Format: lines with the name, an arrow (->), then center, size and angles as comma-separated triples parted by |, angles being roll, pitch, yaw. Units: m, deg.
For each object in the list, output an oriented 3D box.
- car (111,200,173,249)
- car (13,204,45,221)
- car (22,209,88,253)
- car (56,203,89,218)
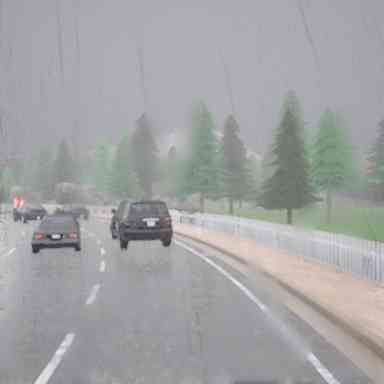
car -> -2.503, 1.371, 15.695 | 2.150, 2.045, 5.566 | 0, 0, -19
car -> -13.742, 1.801, 28.233 | 1.837, 1.490, 4.892 | 0, 0, -41
car -> -5.797, 1.696, 14.511 | 2.033, 1.411, 5.357 | 0, -1, -19
car -> -11.075, 1.818, 30.498 | 1.837, 1.490, 4.892 | 0, 0, -41
